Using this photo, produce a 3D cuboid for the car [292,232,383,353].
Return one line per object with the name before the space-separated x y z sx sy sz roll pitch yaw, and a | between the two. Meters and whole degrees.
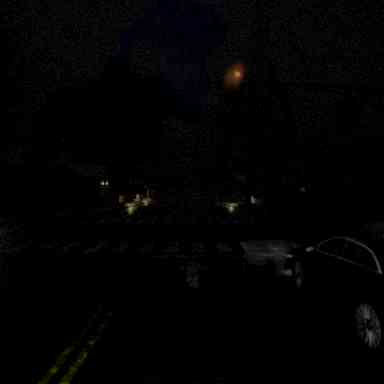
car | 3.360 1.487 6.137 2.128 1.511 4.902 0 0 -2
